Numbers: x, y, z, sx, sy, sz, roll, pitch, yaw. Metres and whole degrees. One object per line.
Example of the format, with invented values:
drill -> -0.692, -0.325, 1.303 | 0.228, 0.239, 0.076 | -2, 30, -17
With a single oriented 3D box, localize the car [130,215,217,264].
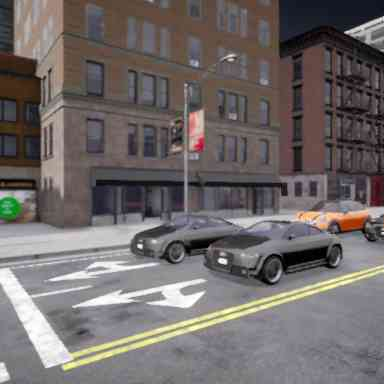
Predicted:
car -> -0.013, 1.510, 11.658 | 4.181, 1.385, 1.994 | -1, 0, -36

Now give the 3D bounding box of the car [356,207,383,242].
car -> 9.227, 1.435, 14.232 | 4.181, 1.385, 1.994 | -1, 0, -35

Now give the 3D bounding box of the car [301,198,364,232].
car -> 6.996, 1.227, 16.637 | 4.553, 1.767, 2.097 | -1, 0, -35

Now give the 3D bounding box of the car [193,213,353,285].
car -> 2.381, 1.505, 9.368 | 4.181, 1.385, 1.994 | -1, 0, -36
